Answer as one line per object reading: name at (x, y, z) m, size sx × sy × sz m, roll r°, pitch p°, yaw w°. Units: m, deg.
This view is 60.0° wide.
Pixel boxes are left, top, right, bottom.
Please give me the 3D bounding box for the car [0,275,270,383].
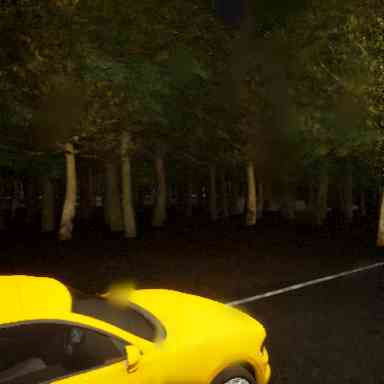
car at (-1.509, 1.476, 2.670) m, size 5.008 × 1.535 × 1.882 m, roll 0°, pitch 0°, yaw -36°
